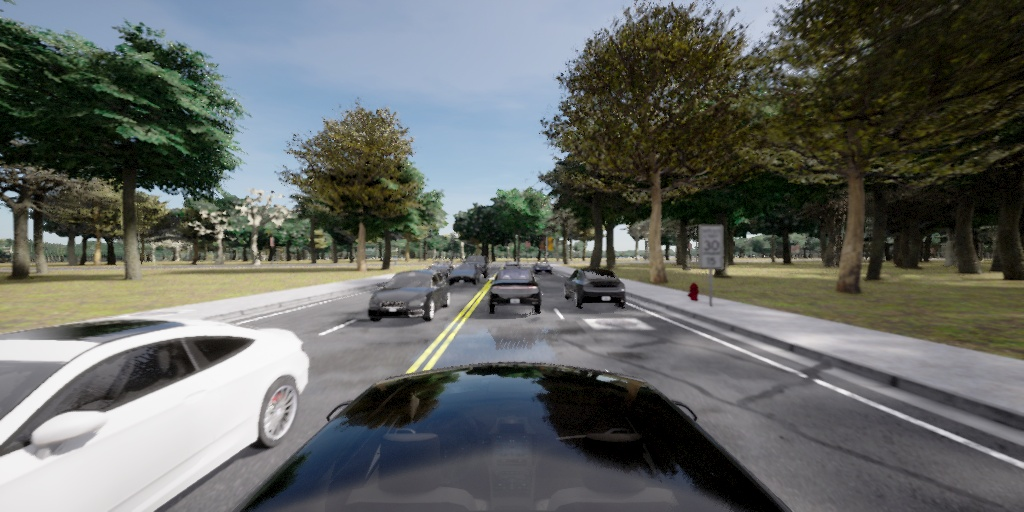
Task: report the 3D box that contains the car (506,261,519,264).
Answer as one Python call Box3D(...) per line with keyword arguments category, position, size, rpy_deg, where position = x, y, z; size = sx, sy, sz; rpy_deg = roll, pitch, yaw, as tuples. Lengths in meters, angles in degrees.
Box3D(category="car", position=(0.041, 1.253, 37.649), size=(2.128, 1.511, 4.902), rpy_deg=(0, 0, 1))

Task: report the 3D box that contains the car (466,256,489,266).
Box3D(category="car", position=(-3.249, 0.980, 33.080), size=(2.150, 2.045, 5.566), rpy_deg=(0, 0, 0))

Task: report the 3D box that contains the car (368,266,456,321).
Box3D(category="car", position=(-3.342, 1.261, 12.485), size=(1.837, 1.490, 4.892), rpy_deg=(0, 0, 0))

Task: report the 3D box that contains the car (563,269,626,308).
Box3D(category="car", position=(3.352, 1.263, 15.196), size=(1.837, 1.490, 4.892), rpy_deg=(0, 0, 0))

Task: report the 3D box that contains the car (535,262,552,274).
Box3D(category="car", position=(3.351, 1.359, 40.386), size=(1.895, 1.301, 4.718), rpy_deg=(0, 0, 0))

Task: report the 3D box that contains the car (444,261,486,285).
Box3D(category="car", position=(-3.326, 1.311, 26.383), size=(2.033, 1.411, 5.357), rpy_deg=(0, 0, 0))

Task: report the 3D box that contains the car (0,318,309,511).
Box3D(category="car", position=(-3.347, 1.277, 2.535), size=(1.812, 1.442, 4.674), rpy_deg=(0, 0, 0))

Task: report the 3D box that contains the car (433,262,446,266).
Box3D(category="car", position=(-6.499, 1.267, 33.110), size=(2.128, 1.511, 4.902), rpy_deg=(0, 0, 0))

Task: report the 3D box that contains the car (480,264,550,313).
Box3D(category="car", position=(0.099, 1.249, 14.063), size=(2.128, 1.511, 4.902), rpy_deg=(0, 0, 0))
